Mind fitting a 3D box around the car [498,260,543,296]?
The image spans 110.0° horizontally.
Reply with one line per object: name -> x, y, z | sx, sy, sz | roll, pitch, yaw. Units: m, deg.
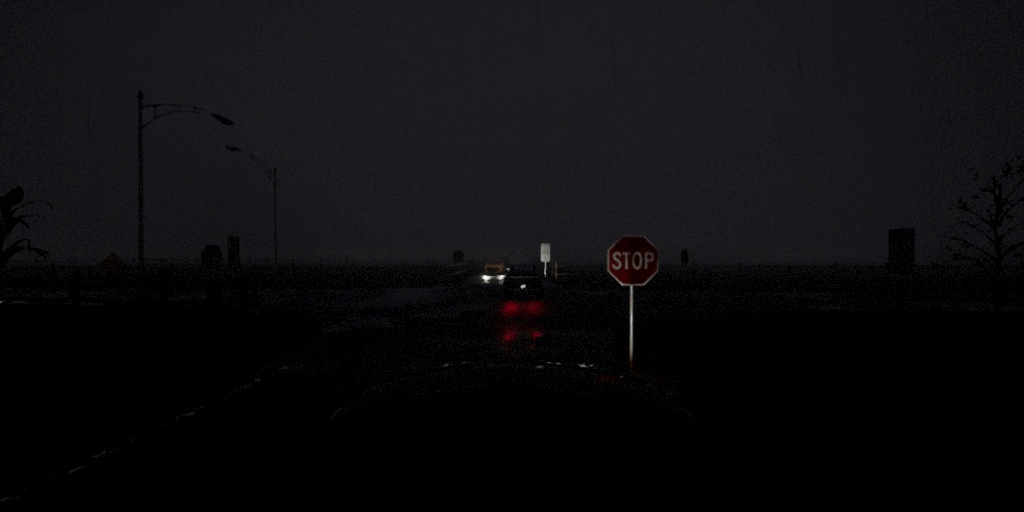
car -> 0.604, 1.183, 19.007 | 2.128, 1.511, 4.902 | 0, 0, 2

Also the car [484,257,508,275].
car -> -1.782, 1.095, 37.234 | 1.882, 1.535, 5.008 | 0, 0, 2

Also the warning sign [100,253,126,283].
warning sign -> -23.608, 0.723, 21.189 | 1.060, 1.860, 1.300 | 0, 0, 2

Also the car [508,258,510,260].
car -> -1.263, 0.882, 53.561 | 2.097, 1.767, 4.553 | 0, 0, 2
